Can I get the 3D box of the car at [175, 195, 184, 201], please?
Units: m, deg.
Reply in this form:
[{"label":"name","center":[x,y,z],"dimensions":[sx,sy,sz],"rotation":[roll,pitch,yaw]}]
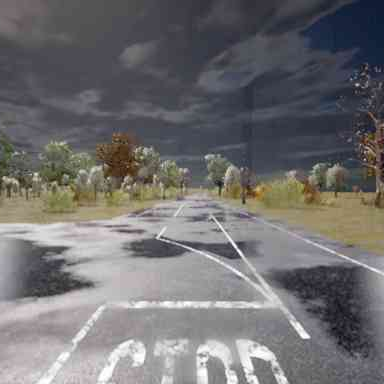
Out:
[{"label":"car","center":[-3.036,1.468,80.612],"dimensions":[1.994,1.385,4.181],"rotation":[0,0,2]}]
